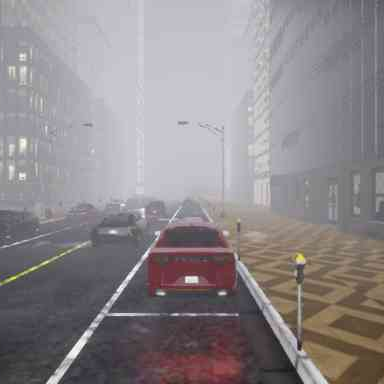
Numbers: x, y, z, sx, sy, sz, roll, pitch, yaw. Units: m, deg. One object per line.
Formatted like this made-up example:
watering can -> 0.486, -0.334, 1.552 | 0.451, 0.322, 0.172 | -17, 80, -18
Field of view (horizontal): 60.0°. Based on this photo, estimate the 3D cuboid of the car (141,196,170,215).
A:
car -> -3.139, 1.469, 30.411 | 1.882, 1.535, 5.008 | 0, 0, 0

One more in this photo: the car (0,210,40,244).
car -> -8.833, 1.563, 15.800 | 1.947, 1.339, 4.313 | 0, 0, 0

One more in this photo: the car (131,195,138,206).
car -> -8.832, 1.523, 49.953 | 1.887, 1.381, 4.507 | 0, 0, 0

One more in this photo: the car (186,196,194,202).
car -> -0.452, 1.533, 78.399 | 1.802, 1.307, 4.206 | 0, 0, 0

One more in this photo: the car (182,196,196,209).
car -> -0.452, 1.548, 44.248 | 1.947, 1.339, 4.313 | 0, 0, 0

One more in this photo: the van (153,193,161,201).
van -> -8.831, 1.285, 84.106 | 1.690, 1.788, 3.998 | 0, 0, 0

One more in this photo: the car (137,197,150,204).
car -> -8.832, 1.550, 61.338 | 1.802, 1.307, 4.206 | 0, 0, 0

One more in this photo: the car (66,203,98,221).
car -> -8.832, 1.574, 27.183 | 1.802, 1.307, 4.206 | 0, 0, 0

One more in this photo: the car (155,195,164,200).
car -> -8.832, 1.503, 89.799 | 1.947, 1.339, 4.313 | 0, 0, 0

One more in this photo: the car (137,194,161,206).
car -> -6.150, 1.473, 48.378 | 2.128, 1.511, 4.902 | 0, 0, 0

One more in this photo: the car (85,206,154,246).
car -> -3.142, 1.562, 15.276 | 1.994, 1.385, 4.181 | 0, 0, 0

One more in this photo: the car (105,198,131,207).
car -> -8.833, 1.537, 38.569 | 2.008, 1.369, 4.403 | 0, 0, 0

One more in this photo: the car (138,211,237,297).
car -> -0.006, 1.477, 8.649 | 1.882, 1.535, 5.008 | 0, 0, 0

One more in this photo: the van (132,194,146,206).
van -> -8.831, 1.314, 55.646 | 1.690, 1.788, 3.998 | 0, 0, 0
